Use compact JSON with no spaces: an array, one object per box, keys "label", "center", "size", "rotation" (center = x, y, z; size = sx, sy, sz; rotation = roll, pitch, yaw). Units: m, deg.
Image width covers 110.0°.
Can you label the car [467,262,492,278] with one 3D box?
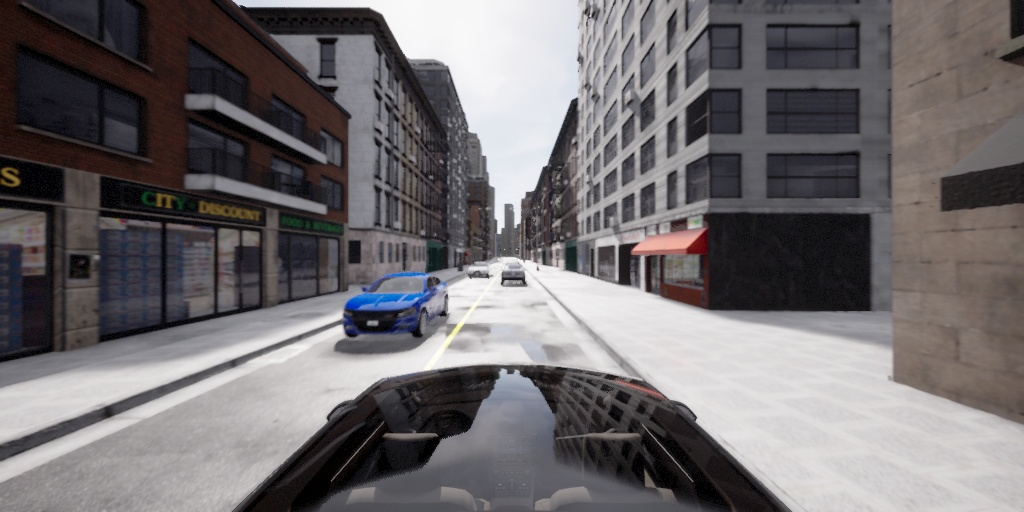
[{"label":"car","center":[-3.026,1.276,33.728],"size":[1.812,1.442,4.674],"rotation":[0,0,1]}]

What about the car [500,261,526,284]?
[{"label":"car","center":[0.095,1.299,27.127],"size":[2.033,1.411,5.357],"rotation":[0,0,0]}]

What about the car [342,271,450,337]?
[{"label":"car","center":[-3.086,1.226,10.467],"size":[1.882,1.535,5.008],"rotation":[0,0,0]}]
